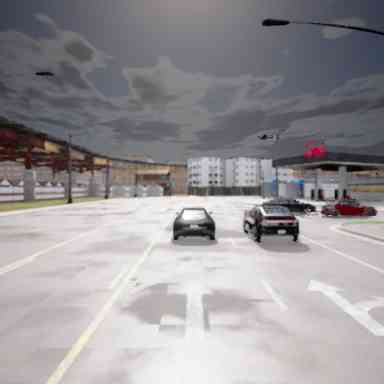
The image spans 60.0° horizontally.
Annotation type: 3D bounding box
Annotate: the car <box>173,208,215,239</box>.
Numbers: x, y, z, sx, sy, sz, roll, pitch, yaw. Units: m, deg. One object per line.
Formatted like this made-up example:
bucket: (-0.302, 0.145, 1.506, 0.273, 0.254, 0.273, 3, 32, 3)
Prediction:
car: (0.096, 1.459, 16.568, 1.994, 1.385, 4.181, 0, 0, 0)

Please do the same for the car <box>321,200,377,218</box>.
car: (12.814, 1.380, 27.304, 4.181, 1.385, 1.994, 0, 0, 1)

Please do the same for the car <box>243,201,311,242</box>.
car: (3.597, 1.390, 15.761, 2.128, 1.511, 4.902, 0, 0, 0)

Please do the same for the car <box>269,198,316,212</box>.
car: (8.936, 1.295, 30.801, 4.892, 1.490, 1.837, 0, -1, 0)
